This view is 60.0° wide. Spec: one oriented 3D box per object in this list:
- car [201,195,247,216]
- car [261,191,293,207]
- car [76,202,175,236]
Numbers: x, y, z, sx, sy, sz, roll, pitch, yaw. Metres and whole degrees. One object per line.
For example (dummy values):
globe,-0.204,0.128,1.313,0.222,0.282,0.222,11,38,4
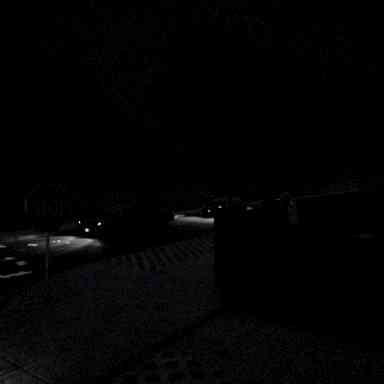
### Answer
car,2.532,0.962,24.806,1.812,1.442,4.674,0,2,36
car,8.523,0.671,33.211,1.837,1.490,4.892,0,2,36
car,-3.110,1.232,16.874,2.033,1.411,5.357,0,1,36
